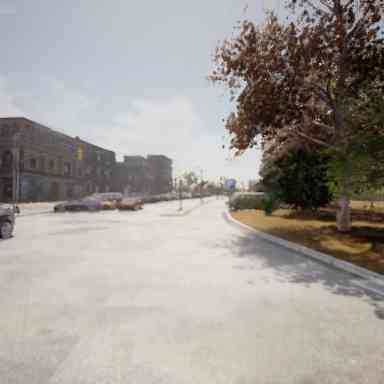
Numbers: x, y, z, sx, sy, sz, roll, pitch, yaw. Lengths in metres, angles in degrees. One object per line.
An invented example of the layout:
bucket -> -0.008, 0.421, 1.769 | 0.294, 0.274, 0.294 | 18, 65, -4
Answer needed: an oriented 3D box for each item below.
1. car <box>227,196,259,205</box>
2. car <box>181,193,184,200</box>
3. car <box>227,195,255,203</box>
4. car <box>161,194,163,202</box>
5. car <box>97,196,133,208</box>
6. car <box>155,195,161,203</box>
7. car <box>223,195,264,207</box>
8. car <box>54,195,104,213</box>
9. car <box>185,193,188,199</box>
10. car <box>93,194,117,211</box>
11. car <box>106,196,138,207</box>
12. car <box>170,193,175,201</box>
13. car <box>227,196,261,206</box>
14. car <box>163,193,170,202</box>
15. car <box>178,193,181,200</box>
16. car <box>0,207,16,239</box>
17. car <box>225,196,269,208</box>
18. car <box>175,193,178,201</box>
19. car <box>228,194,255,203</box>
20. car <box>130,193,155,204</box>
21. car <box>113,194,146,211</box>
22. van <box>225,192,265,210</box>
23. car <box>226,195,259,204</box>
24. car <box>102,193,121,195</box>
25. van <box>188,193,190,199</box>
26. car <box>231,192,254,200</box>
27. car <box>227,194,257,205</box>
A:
car -> 8.089, 1.355, 53.115 | 4.674, 1.452, 2.002 | 1, 0, -13
car -> -5.652, 1.450, 86.278 | 5.366, 1.575, 1.946 | -1, 0, -10
car -> 9.579, 1.324, 64.867 | 5.008, 1.535, 2.097 | 0, 0, -12
car -> -8.776, 1.421, 65.440 | 5.008, 1.535, 2.097 | -1, 0, -12
car -> -10.929, 1.394, 47.441 | 4.892, 1.521, 2.231 | -1, 0, -14
car -> -9.152, 1.165, 62.456 | 5.566, 2.045, 2.435 | -1, 0, -13
car -> 7.275, 1.304, 47.177 | 5.366, 1.575, 1.946 | 1, 0, -14
car -> -12.175, 1.409, 35.465 | 4.792, 1.488, 2.163 | -1, 0, -16
car -> -4.445, 1.485, 92.241 | 4.792, 1.488, 2.163 | -1, 0, -10
car -> -11.577, 1.371, 38.466 | 5.366, 1.575, 1.946 | -1, 0, -15
car -> -10.602, 1.437, 50.441 | 4.674, 1.452, 2.002 | -1, 0, -14
car -> -6.955, 1.312, 77.387 | 4.553, 1.767, 2.185 | -1, 0, -11
car -> 7.762, 1.352, 50.172 | 4.674, 1.452, 2.002 | 1, 0, -14
car -> -7.904, 1.430, 71.415 | 5.008, 1.535, 2.097 | -1, 0, -12
car -> -5.994, 1.446, 83.349 | 5.008, 1.535, 2.097 | -1, -1, -11
car -> -8.471, 1.186, 12.172 | 2.128, 1.511, 4.902 | 2, 2, 2
car -> 7.337, 1.304, 44.326 | 5.366, 1.575, 1.946 | 1, 0, -14
car -> -6.475, 1.443, 80.368 | 4.892, 1.521, 2.231 | -1, 0, -11
car -> 9.219, 1.197, 61.933 | 4.553, 1.767, 2.185 | 0, 0, -12
car -> -9.555, 1.452, 59.442 | 4.674, 1.452, 2.002 | -1, 0, -13
car -> -6.988, 1.368, 37.855 | 1.882, 1.535, 5.008 | 0, 1, 5
van -> 6.510, 1.073, 38.350 | 4.442, 1.987, 1.878 | 1, 0, -15
car -> 8.985, 1.318, 59.038 | 5.366, 1.575, 1.946 | 0, 0, -12
car -> -11.529, 1.257, 41.420 | 4.553, 1.767, 2.185 | -1, 0, -15
van -> -3.774, 1.230, 95.239 | 4.442, 1.987, 1.878 | -1, -1, -10
car -> 13.392, 1.091, 88.295 | 5.566, 2.045, 2.435 | 0, 0, -10
car -> 8.410, 1.192, 56.051 | 4.553, 1.767, 2.185 | 0, 0, -13
